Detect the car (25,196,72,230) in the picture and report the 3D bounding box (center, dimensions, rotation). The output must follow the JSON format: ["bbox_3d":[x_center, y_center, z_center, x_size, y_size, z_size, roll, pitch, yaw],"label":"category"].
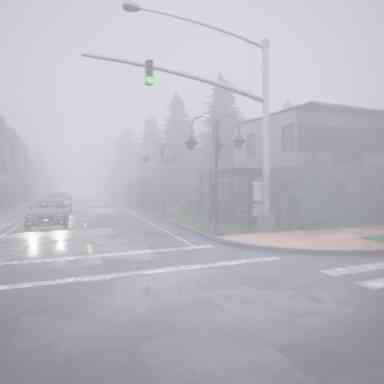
[{"bbox_3d":[-7.833,1.161,18.207,1.994,1.385,4.181,-1,2,-19],"label":"car"}]

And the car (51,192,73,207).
[{"bbox_3d":[-13.993,0.742,36.045,2.033,1.411,5.357,-1,2,-19],"label":"car"}]

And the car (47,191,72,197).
[{"bbox_3d":[-10.612,0.768,26.242,2.097,1.767,4.553,-1,2,-19],"label":"car"}]
